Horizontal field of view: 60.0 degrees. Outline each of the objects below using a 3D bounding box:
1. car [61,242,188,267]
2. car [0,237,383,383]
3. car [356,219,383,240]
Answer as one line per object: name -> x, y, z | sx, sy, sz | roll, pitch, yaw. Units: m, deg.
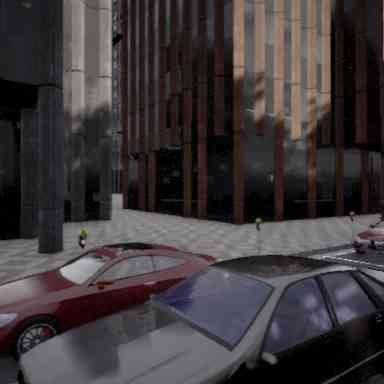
car -> -1.305, 1.579, 5.719 | 4.206, 1.307, 1.802 | 0, 0, -36
car -> 0.898, 1.543, 3.969 | 5.357, 1.411, 2.033 | 0, 0, -35
car -> 7.578, 1.564, 12.060 | 4.206, 1.307, 1.802 | 0, 0, -36
